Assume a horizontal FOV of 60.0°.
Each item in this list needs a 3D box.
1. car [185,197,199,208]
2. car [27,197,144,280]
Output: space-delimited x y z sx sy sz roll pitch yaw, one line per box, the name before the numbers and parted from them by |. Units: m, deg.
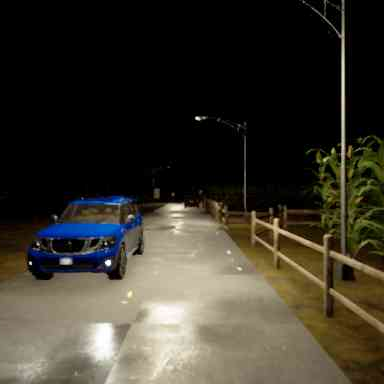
car | -0.015 1.448 49.012 2.097 1.767 4.553 0 0 0
car | -2.841 1.209 10.285 2.150 2.045 5.566 0 0 0
